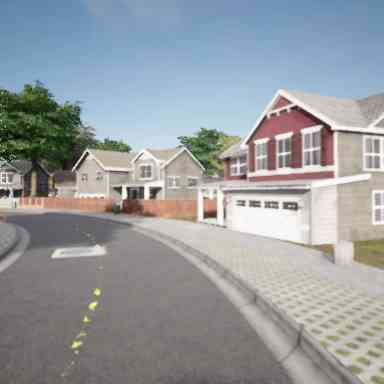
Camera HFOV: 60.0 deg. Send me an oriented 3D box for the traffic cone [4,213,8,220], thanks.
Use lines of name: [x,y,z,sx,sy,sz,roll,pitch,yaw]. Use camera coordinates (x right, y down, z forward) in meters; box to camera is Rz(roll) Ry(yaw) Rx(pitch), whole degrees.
traffic cone: [-15.507,2.056,27.696,0.340,0.580,0.340,-1,0,-45]
